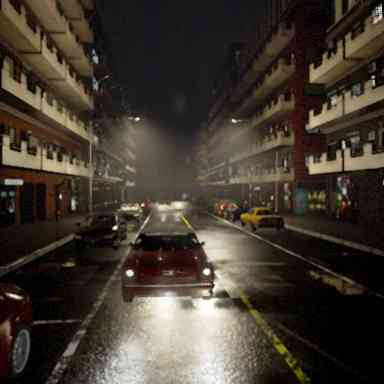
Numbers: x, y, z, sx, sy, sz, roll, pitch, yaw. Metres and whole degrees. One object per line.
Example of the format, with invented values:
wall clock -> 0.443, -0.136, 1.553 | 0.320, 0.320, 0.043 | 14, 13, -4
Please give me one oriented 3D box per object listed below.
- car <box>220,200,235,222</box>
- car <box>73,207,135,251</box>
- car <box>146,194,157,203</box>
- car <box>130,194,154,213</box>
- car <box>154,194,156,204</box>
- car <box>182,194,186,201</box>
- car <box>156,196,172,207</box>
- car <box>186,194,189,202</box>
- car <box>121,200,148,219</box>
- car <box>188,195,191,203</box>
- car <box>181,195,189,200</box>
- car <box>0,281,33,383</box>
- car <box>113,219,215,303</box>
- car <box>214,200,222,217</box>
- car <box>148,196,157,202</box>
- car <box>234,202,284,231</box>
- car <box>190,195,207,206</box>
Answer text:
car -> 3.692, 1.556, 25.796 | 1.947, 1.339, 4.313 | -1, 0, -5
car -> -3.711, 1.537, 13.951 | 2.008, 1.369, 4.403 | -1, 0, -5
car -> -8.459, 1.265, 69.770 | 2.192, 1.841, 5.009 | -1, 0, -5
car -> -5.612, 1.286, 36.278 | 2.192, 1.841, 5.009 | -1, 0, -5
car -> -7.982, 1.504, 64.187 | 2.008, 1.369, 4.403 | -1, 0, -5
car -> -0.580, 1.399, 76.033 | 1.967, 1.590, 4.097 | -1, 0, -5
car -> -4.209, 1.442, 51.681 | 1.882, 1.535, 5.008 | 0, 0, -5
car -> 0.356, 1.490, 65.039 | 1.752, 1.417, 4.829 | -1, 0, -5
car -> -4.660, 1.529, 25.114 | 2.008, 1.369, 4.403 | -1, 0, -5
car -> 0.845, 1.519, 59.288 | 2.008, 1.369, 4.403 | -1, 0, -5
car -> -2.002, 1.501, 92.778 | 2.008, 1.369, 4.403 | -1, 0, -5
car -> -2.762, 1.576, 2.787 | 1.802, 1.307, 4.206 | -1, 0, -5
car -> -0.625, 1.595, 8.383 | 1.895, 1.301, 4.718 | 0, 0, -5
car -> 3.216, 1.426, 31.377 | 1.967, 1.590, 4.097 | -1, 0, -5
car -> -8.931, 1.529, 75.351 | 1.802, 1.307, 4.206 | -1, 0, -5
car -> 4.152, 1.519, 20.383 | 1.752, 1.417, 4.829 | -1, 0, -5
car -> 1.320, 1.538, 53.705 | 1.947, 1.339, 4.313 | -1, 0, -5
